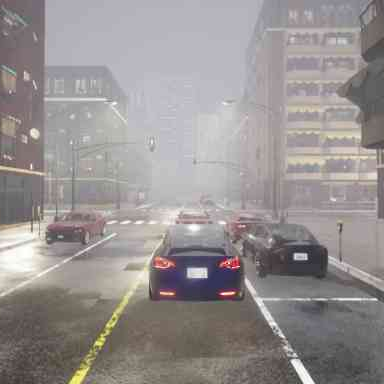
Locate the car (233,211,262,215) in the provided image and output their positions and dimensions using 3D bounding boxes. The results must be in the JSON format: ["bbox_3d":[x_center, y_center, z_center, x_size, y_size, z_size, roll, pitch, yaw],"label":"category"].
[{"bbox_3d":[2.572,1.549,15.628,1.887,1.381,4.507,1,0,0],"label":"car"}]

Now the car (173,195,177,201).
[{"bbox_3d":[-5.316,1.621,87.810,1.887,1.381,4.507,1,0,0],"label":"car"}]

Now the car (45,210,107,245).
[{"bbox_3d":[-5.275,1.549,15.599,1.887,1.381,4.507,1,0,0],"label":"car"}]

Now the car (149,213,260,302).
[{"bbox_3d":[0.100,1.506,8.340,2.163,1.488,4.792,0,0,0],"label":"car"}]

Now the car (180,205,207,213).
[{"bbox_3d":[0.091,1.607,18.618,1.895,1.301,4.718,0,0,0],"label":"car"}]

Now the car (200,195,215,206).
[{"bbox_3d":[2.698,1.576,53.684,1.887,1.381,4.507,1,0,0],"label":"car"}]

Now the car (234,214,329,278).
[{"bbox_3d":[2.572,1.568,9.957,1.947,1.339,4.313,1,0,0],"label":"car"}]

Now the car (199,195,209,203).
[{"bbox_3d":[2.567,1.491,70.753,1.967,1.590,4.097,1,0,0],"label":"car"}]

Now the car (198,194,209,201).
[{"bbox_3d":[2.602,1.357,63.630,2.192,1.841,5.009,1,0,0],"label":"car"}]

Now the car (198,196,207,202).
[{"bbox_3d":[2.565,1.633,82.132,1.947,1.339,4.313,1,0,0],"label":"car"}]

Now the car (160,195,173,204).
[{"bbox_3d":[-5.330,1.595,65.052,2.008,1.369,4.403,1,0,0],"label":"car"}]
